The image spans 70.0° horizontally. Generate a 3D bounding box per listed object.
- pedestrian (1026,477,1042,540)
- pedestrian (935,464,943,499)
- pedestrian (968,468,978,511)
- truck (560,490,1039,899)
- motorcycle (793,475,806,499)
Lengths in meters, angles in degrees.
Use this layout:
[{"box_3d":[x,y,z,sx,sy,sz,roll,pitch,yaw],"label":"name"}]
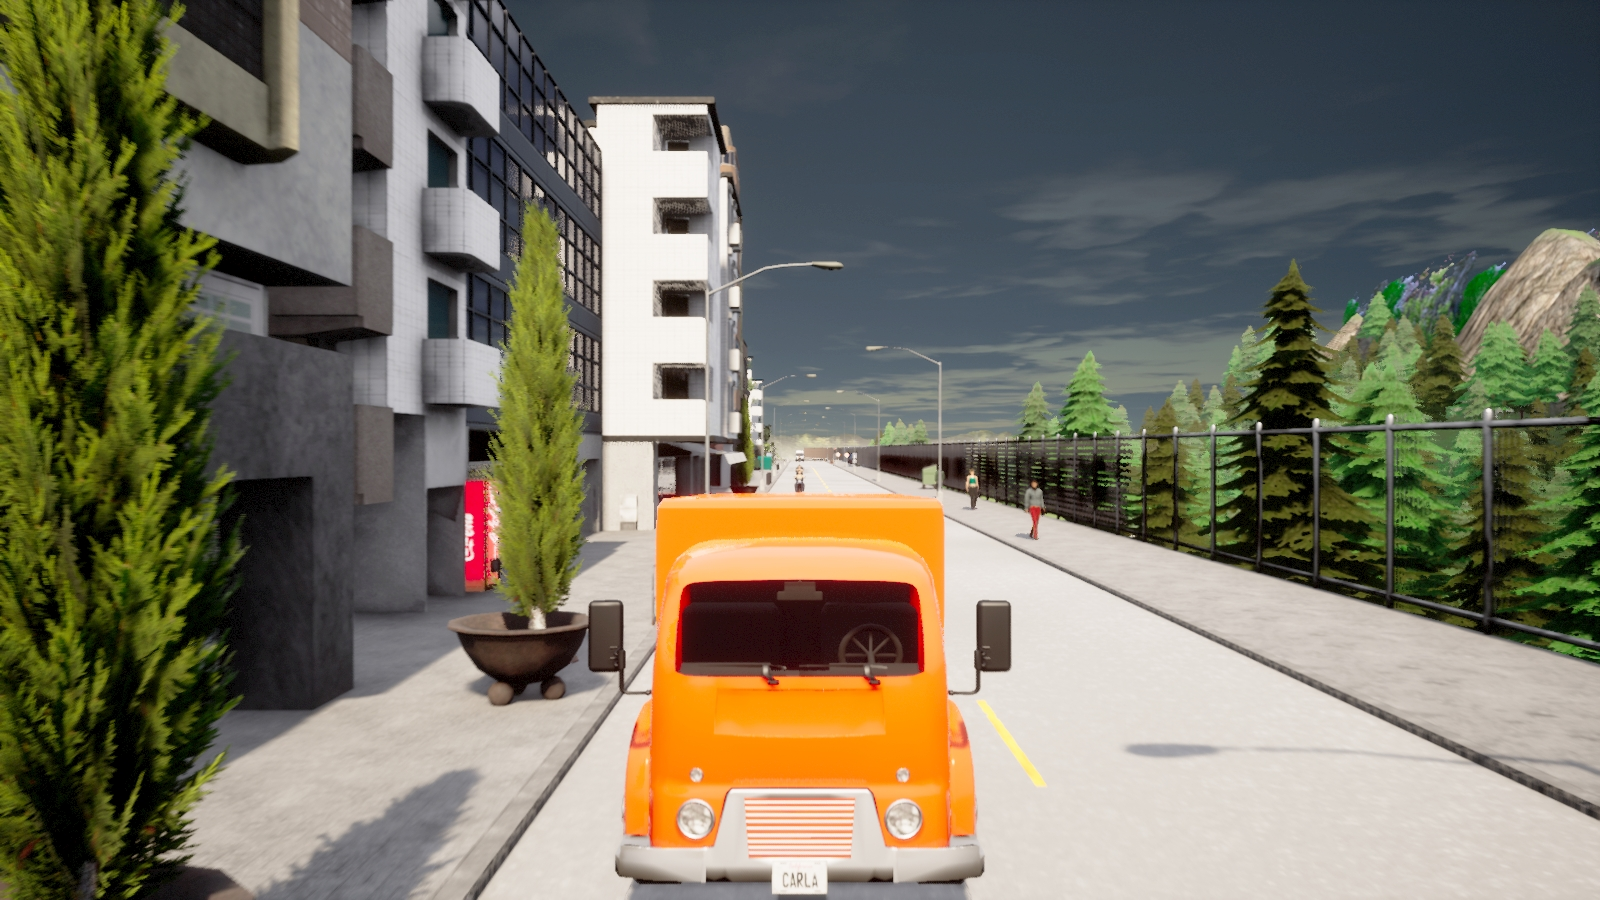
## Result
[{"box_3d":[6.957,1.731,34.001,0.375,1.860,0.375,0,0,-2],"label":"pedestrian"},{"box_3d":[7.576,1.720,62.161,0.375,1.860,0.375,0,0,-2],"label":"pedestrian"},{"box_3d":[7.610,1.725,50.316,0.375,1.860,0.375,0,0,0],"label":"pedestrian"},{"box_3d":[0.000,1.580,8.884,2.627,2.467,5.204,0,-1,0],"label":"truck"},{"box_3d":[-0.021,2.129,65.727,0.764,1.307,2.356,0,0,0],"label":"motorcycle"}]
